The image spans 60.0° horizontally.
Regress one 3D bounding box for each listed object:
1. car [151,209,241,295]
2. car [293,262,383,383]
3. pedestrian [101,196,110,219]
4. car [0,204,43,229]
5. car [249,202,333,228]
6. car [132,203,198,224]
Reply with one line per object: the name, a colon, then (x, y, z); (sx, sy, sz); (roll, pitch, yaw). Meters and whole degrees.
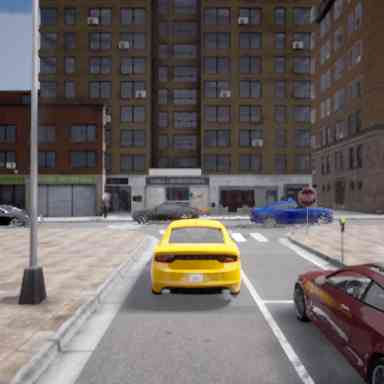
car: (0.107, 1.449, 8.712); (1.882, 1.535, 5.008); (0, 0, 1)
car: (2.642, 1.568, 4.300); (1.802, 1.307, 4.206); (1, 0, 0)
pedestrian: (-6.872, 1.200, 26.364); (0.375, 1.860, 0.375); (0, 0, 0)
car: (-11.840, 1.513, 20.510); (4.902, 1.511, 2.128); (-1, -1, 0)
car: (6.057, 1.332, 20.454); (5.008, 1.535, 1.882); (-1, 0, 0)
car: (-1.832, 1.488, 23.437); (4.674, 1.442, 1.812); (-1, -1, 0)
